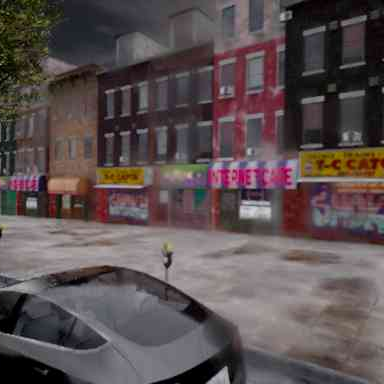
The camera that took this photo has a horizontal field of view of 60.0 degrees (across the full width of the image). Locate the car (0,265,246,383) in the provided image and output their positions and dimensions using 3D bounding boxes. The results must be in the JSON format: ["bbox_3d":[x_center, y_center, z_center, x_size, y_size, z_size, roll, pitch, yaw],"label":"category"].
[{"bbox_3d":[-1.488,1.562,3.853,4.313,1.339,1.947,0,1,36],"label":"car"}]
